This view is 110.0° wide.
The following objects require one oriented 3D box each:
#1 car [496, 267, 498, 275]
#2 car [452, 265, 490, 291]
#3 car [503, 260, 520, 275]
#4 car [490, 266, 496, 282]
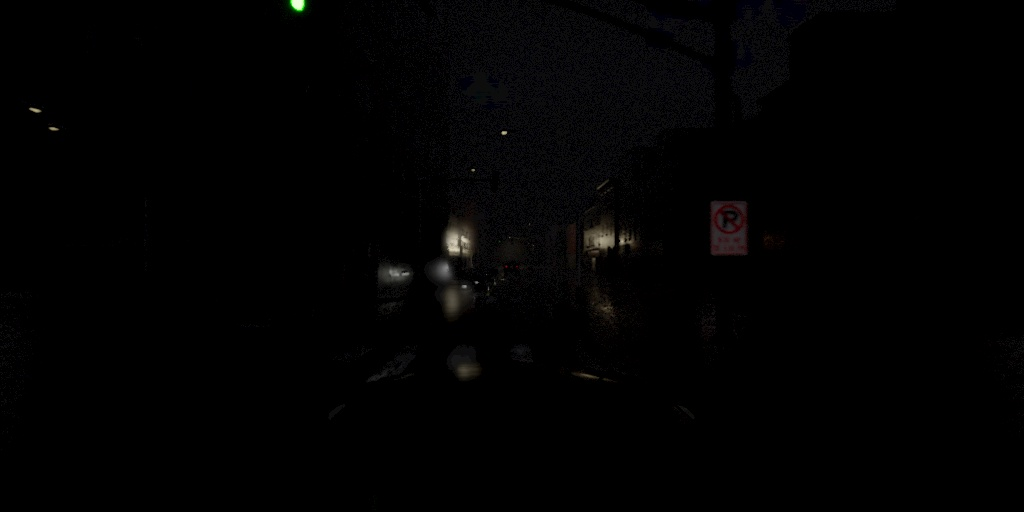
[{"bbox_3d":[-2.883,1.944,47.584,1.895,1.301,4.718,0,-1,0],"label":"car"},{"bbox_3d":[-2.869,1.595,24.928,2.033,1.411,5.357,0,-1,0],"label":"car"},{"bbox_3d":[-0.045,1.603,50.545,2.150,2.045,5.566,0,-1,0],"label":"car"},{"bbox_3d":[-2.878,1.684,35.085,1.837,1.490,4.892,0,-1,0],"label":"car"}]
